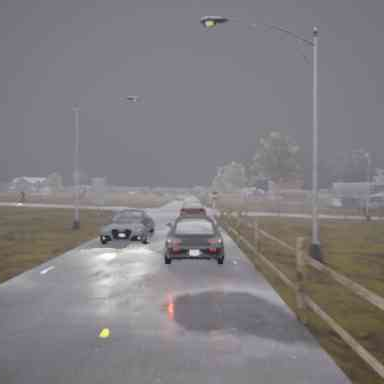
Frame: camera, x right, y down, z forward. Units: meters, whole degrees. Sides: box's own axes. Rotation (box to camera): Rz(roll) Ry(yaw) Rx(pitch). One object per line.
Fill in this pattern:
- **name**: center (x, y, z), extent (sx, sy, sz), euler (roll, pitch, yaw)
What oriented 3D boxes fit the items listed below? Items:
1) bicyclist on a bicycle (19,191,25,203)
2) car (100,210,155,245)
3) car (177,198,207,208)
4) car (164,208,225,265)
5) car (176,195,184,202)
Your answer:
- **bicyclist on a bicycle**: center (-22.618, 0.633, 44.336), extent (0.582, 1.620, 1.656), euler (2, 0, 0)
- **car**: center (-2.836, 1.541, 15.377), extent (1.994, 1.385, 4.181), euler (0, 0, 0)
- **car**: center (0.069, 1.454, 25.026), extent (1.882, 1.535, 5.008), euler (0, 0, 0)
- **car**: center (0.075, 1.506, 11.508), extent (1.812, 1.442, 4.674), euler (0, 0, 0)
- **car**: center (-2.752, 1.495, 79.881), extent (1.882, 1.535, 5.008), euler (0, 0, 0)
